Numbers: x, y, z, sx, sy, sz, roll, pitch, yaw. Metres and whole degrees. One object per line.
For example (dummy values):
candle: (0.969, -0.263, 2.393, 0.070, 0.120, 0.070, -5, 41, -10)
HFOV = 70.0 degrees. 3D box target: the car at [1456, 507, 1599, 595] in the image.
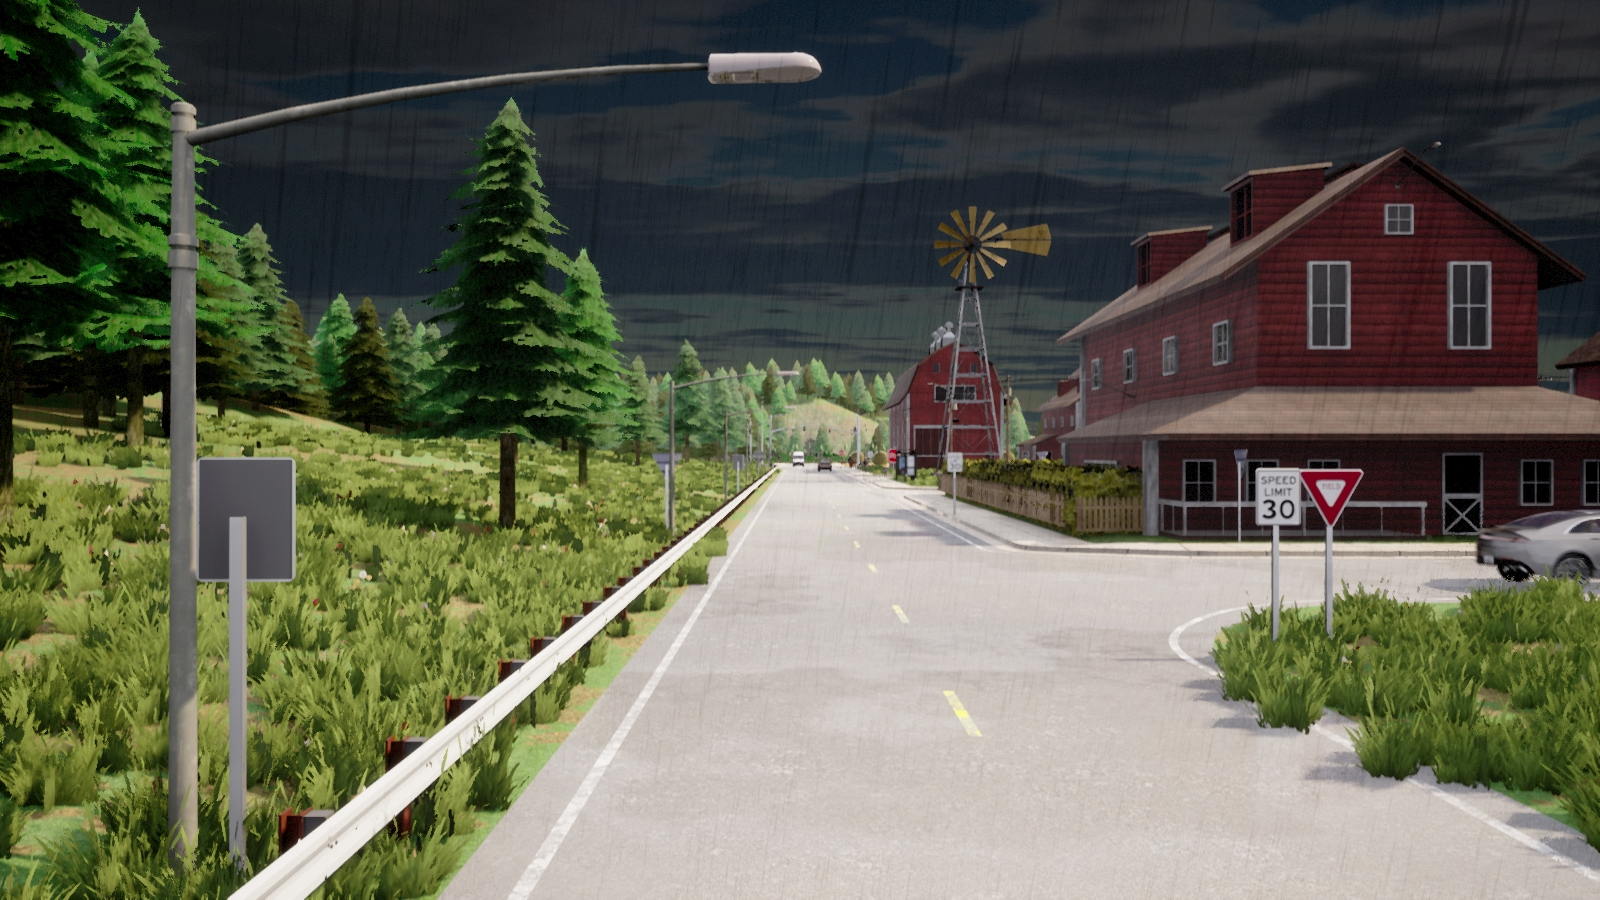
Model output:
car: (15.810, 1.919, 22.203, 4.902, 1.511, 2.128, 0, 0, 0)
